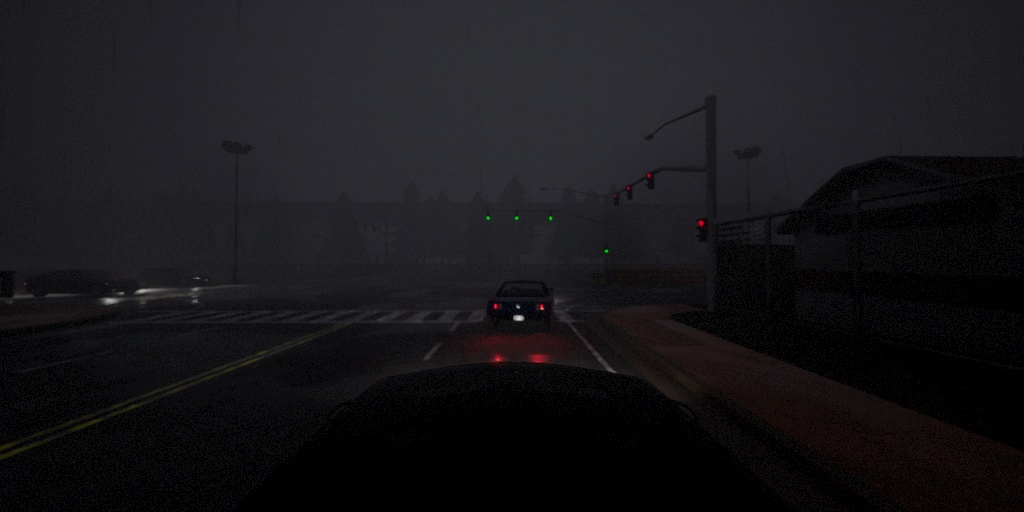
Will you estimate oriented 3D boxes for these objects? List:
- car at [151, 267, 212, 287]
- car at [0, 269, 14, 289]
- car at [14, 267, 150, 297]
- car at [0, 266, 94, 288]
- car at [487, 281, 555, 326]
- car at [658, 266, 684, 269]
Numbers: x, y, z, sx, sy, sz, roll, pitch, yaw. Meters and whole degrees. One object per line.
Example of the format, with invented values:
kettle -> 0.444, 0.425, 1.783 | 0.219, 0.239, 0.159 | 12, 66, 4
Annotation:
car -> -25.561, 1.568, 27.123 | 4.892, 1.490, 1.837 | 0, -1, -1
car -> -36.384, 1.118, 23.359 | 5.566, 2.045, 2.150 | 2, -1, -2
car -> -23.979, 1.457, 20.159 | 5.008, 1.535, 1.882 | 0, -1, -1
car -> -35.264, 1.527, 26.884 | 5.357, 1.411, 2.033 | 1, -1, -1
car -> 0.499, 1.488, 12.316 | 1.895, 1.301, 4.718 | 0, -1, 8
car -> 16.856, 1.761, 38.877 | 4.674, 1.442, 1.812 | 0, -1, -2
